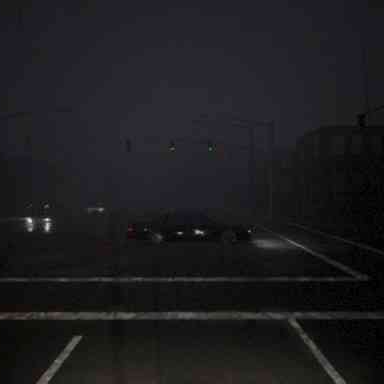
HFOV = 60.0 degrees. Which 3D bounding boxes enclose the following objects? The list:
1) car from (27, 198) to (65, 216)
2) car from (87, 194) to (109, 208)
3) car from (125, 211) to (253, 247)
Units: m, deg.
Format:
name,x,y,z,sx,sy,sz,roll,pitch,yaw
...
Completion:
name,x,y,z,sx,sy,sz,roll,pitch,yaw
car,-14.149,1.381,32.490,2.097,1.767,4.553,0,0,0
car,-14.164,1.264,50.645,2.150,2.045,5.566,0,0,0
car,-0.142,1.560,14.547,5.357,1.411,2.033,0,0,0
